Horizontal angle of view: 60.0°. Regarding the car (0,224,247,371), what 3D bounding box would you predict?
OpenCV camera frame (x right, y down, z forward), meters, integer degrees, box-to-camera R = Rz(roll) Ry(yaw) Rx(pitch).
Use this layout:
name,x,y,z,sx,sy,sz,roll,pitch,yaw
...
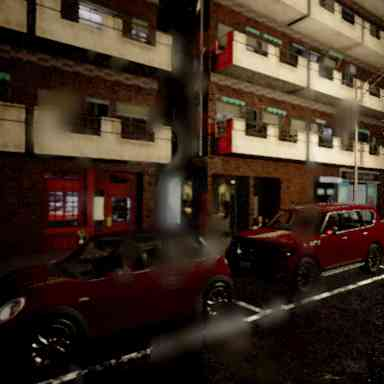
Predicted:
name,x,y,z,sx,sy,sz,roll,pitch,yaw
car,-1.290,1.428,5.619,4.097,1.590,1.967,0,1,-35

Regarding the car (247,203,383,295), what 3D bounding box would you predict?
name,x,y,z,sx,sy,sz,roll,pitch,yaw
car,3.224,1.270,8.840,5.009,1.841,2.192,0,1,-35
